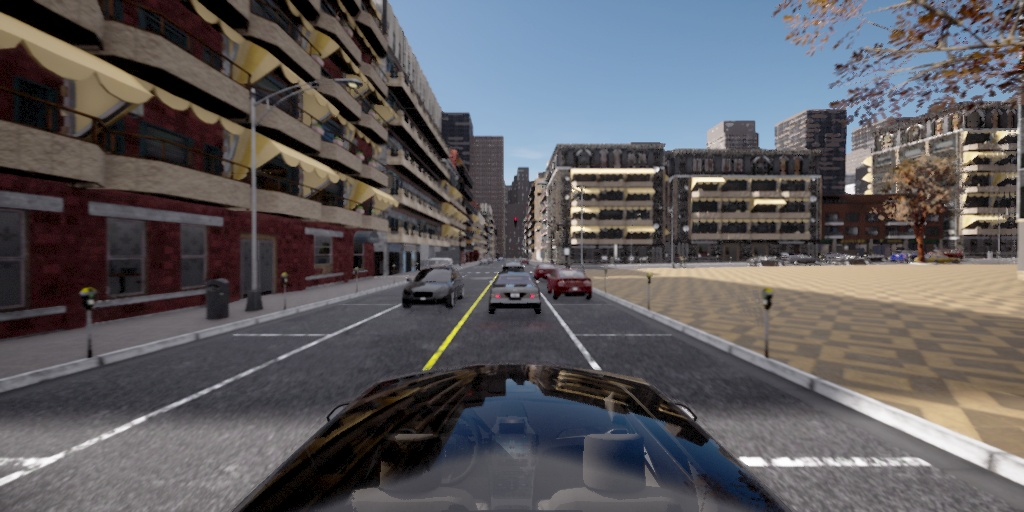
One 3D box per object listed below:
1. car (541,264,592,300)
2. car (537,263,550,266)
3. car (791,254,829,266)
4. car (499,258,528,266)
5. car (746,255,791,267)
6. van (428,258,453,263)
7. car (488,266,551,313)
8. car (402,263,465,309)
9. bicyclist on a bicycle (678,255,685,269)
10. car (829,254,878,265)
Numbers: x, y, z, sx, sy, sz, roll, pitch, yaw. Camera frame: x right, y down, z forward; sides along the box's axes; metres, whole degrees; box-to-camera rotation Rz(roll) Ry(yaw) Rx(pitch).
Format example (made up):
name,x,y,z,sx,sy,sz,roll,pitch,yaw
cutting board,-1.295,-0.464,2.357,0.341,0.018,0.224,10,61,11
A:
name,x,y,z,sx,sy,sz,roll,pitch,yaw
car,2.686,1.261,17.472,1.888,1.381,4.507,0,0,0
car,2.685,1.240,28.524,1.888,1.381,4.507,0,0,0
car,39.357,0.530,48.756,4.902,1.511,2.128,-1,1,-1
car,0.094,1.168,30.980,1.882,1.535,5.008,0,0,0
car,32.471,0.717,45.974,4.403,1.370,2.007,0,0,-1
van,-5.696,1.036,28.523,1.690,1.789,3.998,0,0,0
car,0.097,1.270,13.720,2.033,1.411,5.357,0,0,0
car,-3.101,1.226,14.910,1.837,1.490,4.892,0,0,0
bicyclist on a bicycle,20.239,0.690,42.845,0.582,1.620,1.656,-1,0,-1
car,43.608,0.543,46.132,4.403,1.370,2.007,0,0,-1
